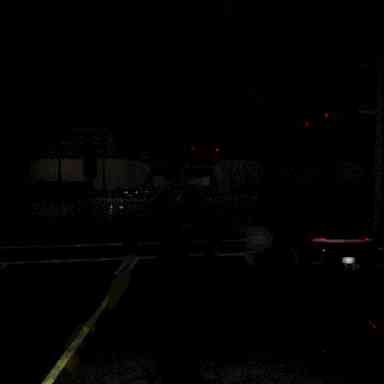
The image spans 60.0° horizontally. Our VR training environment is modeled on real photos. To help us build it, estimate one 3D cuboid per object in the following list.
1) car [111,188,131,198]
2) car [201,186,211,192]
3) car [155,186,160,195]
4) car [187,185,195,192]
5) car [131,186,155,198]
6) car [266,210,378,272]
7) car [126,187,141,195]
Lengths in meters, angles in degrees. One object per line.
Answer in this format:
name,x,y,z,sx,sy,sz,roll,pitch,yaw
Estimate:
car,-10.737,0.143,49.660,1.837,1.490,4.892,0,2,0
car,3.191,-0.735,75.662,1.994,1.385,4.181,0,2,0
car,-7.259,-0.413,62.586,2.097,1.767,4.553,0,2,0
car,-0.309,-0.784,75.647,1.837,1.490,4.892,0,2,0
car,-7.242,-0.016,49.760,2.097,1.767,4.553,0,2,0
car,3.554,1.278,9.979,2.128,1.511,4.902,0,1,0
car,-10.757,-0.171,61.758,1.994,1.385,4.181,0,2,0
